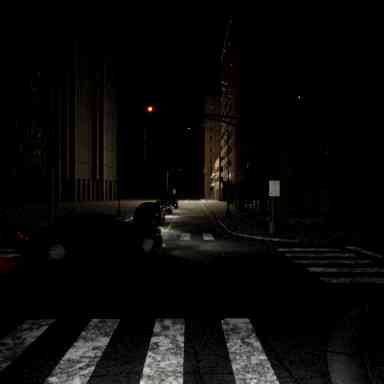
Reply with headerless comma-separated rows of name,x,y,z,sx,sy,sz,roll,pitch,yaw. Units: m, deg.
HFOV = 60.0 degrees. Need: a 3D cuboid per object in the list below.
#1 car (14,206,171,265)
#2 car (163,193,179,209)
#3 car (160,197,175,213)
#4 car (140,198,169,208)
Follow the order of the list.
car,-3.482,1.480,11.795,5.008,1.535,1.882,0,1,-32
car,-2.999,1.222,45.111,2.150,2.045,5.566,0,0,1
car,-3.034,1.527,34.401,1.812,1.442,4.674,0,0,0
car,-3.052,1.479,24.437,1.882,1.535,5.008,0,0,0
